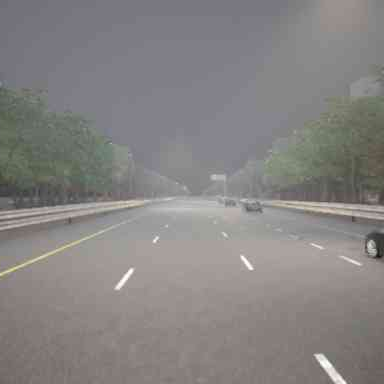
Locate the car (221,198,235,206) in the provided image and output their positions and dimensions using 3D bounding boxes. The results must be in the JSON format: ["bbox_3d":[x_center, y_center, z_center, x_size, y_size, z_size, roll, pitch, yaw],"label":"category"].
[{"bbox_3d":[7.219,2.002,64.404,1.837,1.490,4.892,0,-1,0],"label":"car"}]

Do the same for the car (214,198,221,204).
[{"bbox_3d":[7.353,2.209,81.482,2.128,1.511,4.902,0,-1,1],"label":"car"}]

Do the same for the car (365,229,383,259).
[{"bbox_3d":[7.004,1.523,9.802,1.837,1.490,4.892,0,0,0],"label":"car"}]

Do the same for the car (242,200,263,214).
[{"bbox_3d":[7.080,1.718,39.454,2.128,1.511,4.902,0,-1,0],"label":"car"}]
